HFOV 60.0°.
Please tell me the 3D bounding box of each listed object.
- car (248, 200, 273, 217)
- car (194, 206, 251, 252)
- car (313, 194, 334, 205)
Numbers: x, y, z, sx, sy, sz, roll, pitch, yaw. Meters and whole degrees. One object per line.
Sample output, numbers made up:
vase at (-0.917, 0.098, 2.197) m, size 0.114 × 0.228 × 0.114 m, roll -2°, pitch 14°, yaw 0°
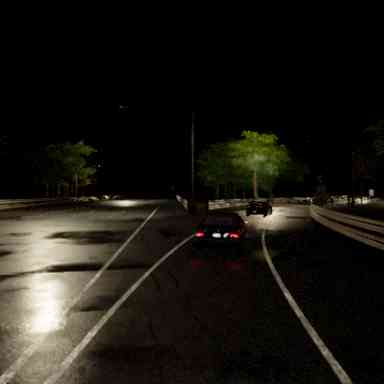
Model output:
car at (6.453, 1.535, 31.570) m, size 2.128 × 1.511 × 4.902 m, roll 0°, pitch 0°, yaw 22°
car at (1.326, 1.560, 14.082) m, size 2.033 × 1.411 × 5.357 m, roll 0°, pitch 0°, yaw 11°
car at (22.615, 1.315, 57.176) m, size 2.150 × 2.045 × 5.566 m, roll 0°, pitch 0°, yaw 40°
